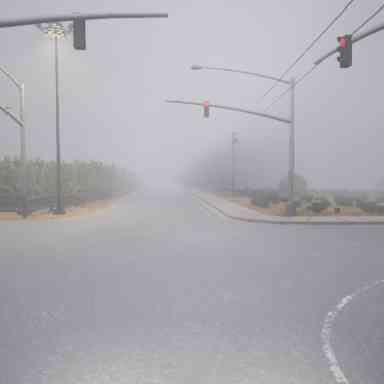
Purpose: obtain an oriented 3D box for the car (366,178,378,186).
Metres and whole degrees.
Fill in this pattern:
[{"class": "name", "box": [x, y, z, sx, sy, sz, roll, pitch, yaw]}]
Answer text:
[{"class": "car", "box": [42.115, -2.293, 77.607, 1.905, 1.878, 3.866, 10, 10, 41]}]
